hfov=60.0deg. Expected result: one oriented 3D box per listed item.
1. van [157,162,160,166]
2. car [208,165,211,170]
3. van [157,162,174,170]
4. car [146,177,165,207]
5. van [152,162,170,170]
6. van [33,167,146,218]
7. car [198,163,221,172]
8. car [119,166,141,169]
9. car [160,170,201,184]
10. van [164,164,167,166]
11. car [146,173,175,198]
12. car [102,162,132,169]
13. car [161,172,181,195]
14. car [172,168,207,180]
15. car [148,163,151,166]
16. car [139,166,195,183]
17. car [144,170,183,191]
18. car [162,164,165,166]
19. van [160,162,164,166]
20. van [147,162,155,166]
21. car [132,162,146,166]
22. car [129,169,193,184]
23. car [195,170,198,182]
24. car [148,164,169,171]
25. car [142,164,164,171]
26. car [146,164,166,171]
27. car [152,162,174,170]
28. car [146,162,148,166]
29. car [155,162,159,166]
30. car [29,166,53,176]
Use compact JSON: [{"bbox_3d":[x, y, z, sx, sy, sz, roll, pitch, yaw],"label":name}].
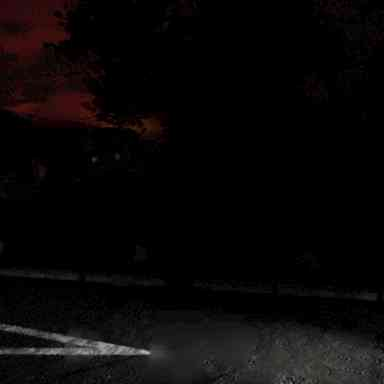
[{"bbox_3d":[-10.171,-5.594,74.178,4.442,1.987,1.878,3,5,7],"label":"van"},{"bbox_3d":[0.272,-3.150,54.078,5.366,1.575,1.946,3,5,7],"label":"car"},{"bbox_3d":[-7.374,-7.402,93.522,4.442,1.987,1.878,3,6,7],"label":"van"},{"bbox_3d":[-4.229,0.070,18.421,4.792,1.488,2.163,3,5,7],"label":"car"},{"bbox_3d":[-8.107,-6.867,87.991,4.442,1.987,1.878,3,6,7],"label":"van"},{"bbox_3d":[-4.728,0.055,15.677,4.442,1.987,1.878,3,5,7],"label":"van"},{"bbox_3d":[4.425,-6.112,84.186,5.566,2.045,2.435,3,6,7],"label":"car"},{"bbox_3d":[-6.598,-1.916,38.719,1.837,1.490,4.892,3,5,7],"label":"car"},{"bbox_3d":[-1.361,-1.881,40.354,4.674,1.452,2.002,3,5,7],"label":"car"},{"bbox_3d":[-0.871,-2.384,43.055,4.442,1.987,1.878,3,5,7],"label":"van"},{"bbox_3d":[-4.078,-0.218,21.188,5.366,1.575,1.946,3,5,7],"label":"car"},{"bbox_3d":[-9.713,-2.530,41.145,2.150,2.045,5.566,3,5,8],"label":"car"},{"bbox_3d":[-3.504,-0.422,23.904,4.792,1.488,2.163,3,5,7],"label":"car"},{"bbox_3d":[-0.299,-2.624,48.578,4.792,1.488,2.163,3,5,7],"label":"car"},{"bbox_3d":[-11.160,-4.585,65.879,4.674,1.452,2.002,3,5,7],"label":"car"},{"bbox_3d":[-2.409,-1.311,32.110,4.553,1.767,2.185,3,5,7],"label":"car"},{"bbox_3d":[-3.175,-0.697,26.645,4.892,1.521,2.231,3,5,7],"label":"car"},{"bbox_3d":[-3.655,-3.837,60.986,1.994,1.385,4.181,3,5,7],"label":"car"},{"bbox_3d":[-9.574,-5.835,76.915,4.442,1.987,1.878,3,5,7],"label":"van"},{"bbox_3d":[-10.672,-5.090,68.608,4.442,1.987,1.878,3,5,7],"label":"van"},{"bbox_3d":[-11.914,-4.384,60.319,5.566,2.045,2.435,3,5,7],"label":"car"},{"bbox_3d":[-2.801,-0.943,29.384,5.008,1.535,2.097,3,5,7],"label":"car"},{"bbox_3d":[-2.085,-1.392,34.871,4.674,1.452,2.002,3,5,7],"label":"car"},{"bbox_3d":[-8.591,-6.384,85.257,4.892,1.521,2.231,3,6,7],"label":"car"},{"bbox_3d":[-9.303,-5.836,79.718,4.792,1.488,2.163,3,5,7],"label":"car"},{"bbox_3d":[-8.967,-6.085,82.495,4.674,1.452,2.002,3,6,7],"label":"car"},{"bbox_3d":[-7.883,-7.166,90.771,5.566,2.045,2.435,3,6,7],"label":"car"},{"bbox_3d":[-11.711,-4.390,63.131,5.366,1.575,1.946,3,5,7],"label":"car"},{"bbox_3d":[-10.435,-5.117,71.413,5.008,1.535,2.097,3,5,7],"label":"car"},{"bbox_3d":[-19.667,-3.061,44.619,2.097,1.767,4.553,3,5,8],"label":"car"}]
